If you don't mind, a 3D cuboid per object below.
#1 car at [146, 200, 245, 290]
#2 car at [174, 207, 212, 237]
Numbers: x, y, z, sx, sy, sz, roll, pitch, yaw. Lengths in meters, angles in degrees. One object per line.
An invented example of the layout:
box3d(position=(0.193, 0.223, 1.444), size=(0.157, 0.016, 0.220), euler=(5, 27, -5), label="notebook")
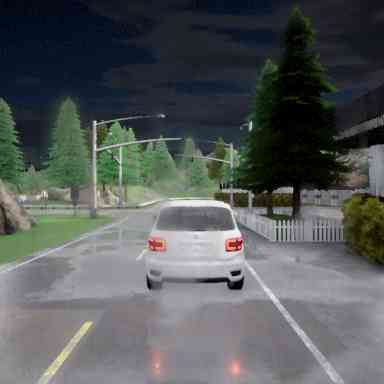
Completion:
box3d(position=(0.064, 1.221, 9.214), size=(2.150, 2.045, 5.566), euler=(0, 0, 0), label="car")
box3d(position=(0.018, 1.600, 18.977), size=(1.895, 1.301, 4.718), euler=(0, 0, 0), label="car")
